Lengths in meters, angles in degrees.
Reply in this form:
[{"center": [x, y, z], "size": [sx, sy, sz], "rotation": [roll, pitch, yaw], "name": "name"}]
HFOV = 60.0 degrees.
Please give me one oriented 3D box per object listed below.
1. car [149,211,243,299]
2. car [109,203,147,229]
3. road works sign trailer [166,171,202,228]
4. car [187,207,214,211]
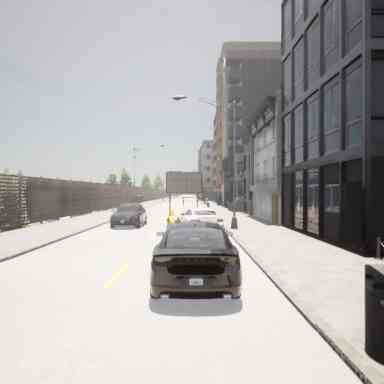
[{"center": [0.072, 1.479, 8.500], "size": [1.882, 1.535, 5.008], "rotation": [0, 0, 0], "name": "car"}, {"center": [-4.067, 1.508, 21.831], "size": [1.837, 1.490, 4.892], "rotation": [0, 0, 0], "name": "car"}, {"center": [-0.562, 0.468, 21.331], "size": [2.380, 3.560, 2.880], "rotation": [0, 0, -17], "name": "road works sign trailer"}, {"center": [0.436, 1.542, 17.850], "size": [1.812, 1.442, 4.674], "rotation": [0, -1, -10], "name": "car"}]
